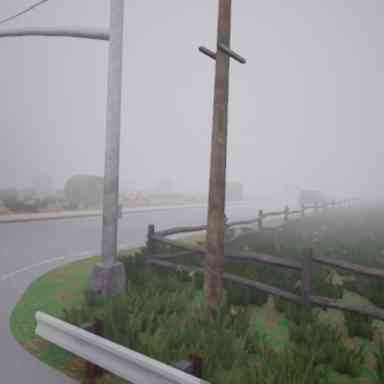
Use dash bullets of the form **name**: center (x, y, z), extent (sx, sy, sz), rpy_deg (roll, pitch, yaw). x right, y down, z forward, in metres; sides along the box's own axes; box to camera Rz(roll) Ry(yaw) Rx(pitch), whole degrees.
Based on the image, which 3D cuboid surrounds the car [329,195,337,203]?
- **car**: center (20.895, 1.100, 50.910), extent (1.994, 1.385, 4.181), rpy_deg (3, 2, 33)

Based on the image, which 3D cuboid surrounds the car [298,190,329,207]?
- **car**: center (15.147, 0.778, 42.009), extent (2.150, 2.045, 5.566), rpy_deg (3, 2, 34)

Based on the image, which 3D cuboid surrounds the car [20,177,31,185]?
- **car**: center (-39.450, -2.555, 79.383), extent (1.905, 1.878, 3.866), rpy_deg (8, 2, -13)
